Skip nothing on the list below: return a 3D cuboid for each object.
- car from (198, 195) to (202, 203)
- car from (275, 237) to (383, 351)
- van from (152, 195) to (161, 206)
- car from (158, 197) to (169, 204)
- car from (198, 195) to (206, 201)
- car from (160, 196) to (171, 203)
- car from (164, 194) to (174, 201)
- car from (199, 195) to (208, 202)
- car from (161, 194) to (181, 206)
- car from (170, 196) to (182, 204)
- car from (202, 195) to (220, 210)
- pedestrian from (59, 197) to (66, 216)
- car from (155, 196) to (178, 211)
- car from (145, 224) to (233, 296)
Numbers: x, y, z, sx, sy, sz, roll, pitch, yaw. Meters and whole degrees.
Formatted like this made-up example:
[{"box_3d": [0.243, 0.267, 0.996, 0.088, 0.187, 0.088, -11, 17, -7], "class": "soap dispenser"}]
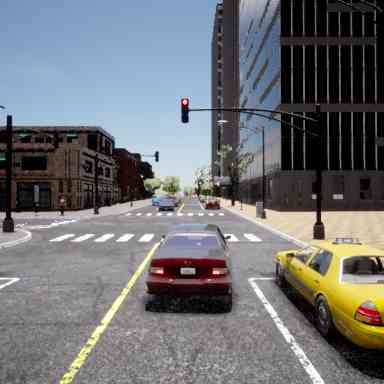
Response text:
[{"box_3d": [2.687, 1.553, 72.000, 1.752, 1.417, 4.829, 1, 0, 0], "class": "car"}, {"box_3d": [2.837, 1.527, 6.377, 1.752, 1.417, 4.829, 1, 0, 0], "class": "car"}, {"box_3d": [-5.687, 1.362, 55.237, 1.690, 1.788, 3.998, 1, 0, 0], "class": "van"}, {"box_3d": [-5.693, 1.607, 66.306, 1.802, 1.307, 4.206, 1, 0, 0], "class": "car"}, {"box_3d": [2.683, 1.580, 88.434, 1.887, 1.381, 4.507, 1, 0, 0], "class": "car"}, {"box_3d": [-5.694, 1.594, 71.840, 1.947, 1.339, 4.313, 1, 0, 0], "class": "car"}, {"box_3d": [-5.692, 1.348, 82.909, 2.192, 1.841, 5.009, 1, 0, 0], "class": "car"}, {"box_3d": [2.686, 1.556, 77.534, 1.752, 1.417, 4.829, 1, 0, 0], "class": "car"}, {"box_3d": [-3.105, 1.371, 51.038, 2.097, 1.767, 4.553, 0, 0, 0], "class": "car"}, {"box_3d": [-3.057, 1.516, 65.208, 2.128, 1.511, 4.902, 0, 0, 1], "class": "car"}, {"box_3d": [2.694, 1.456, 44.155, 1.967, 1.590, 4.097, 1, 0, 0], "class": "car"}, {"box_3d": [-12.551, 1.369, 32.147, 0.375, 1.860, 0.375, 0, 0, 1], "class": "pedestrian"}, {"box_3d": [-3.132, 1.562, 41.139, 2.033, 1.411, 5.357, 0, 0, -3], "class": "car"}, {"box_3d": [0.074, 1.550, 8.828, 2.033, 1.411, 5.357, 0, 0, 3], "class": "car"}]
